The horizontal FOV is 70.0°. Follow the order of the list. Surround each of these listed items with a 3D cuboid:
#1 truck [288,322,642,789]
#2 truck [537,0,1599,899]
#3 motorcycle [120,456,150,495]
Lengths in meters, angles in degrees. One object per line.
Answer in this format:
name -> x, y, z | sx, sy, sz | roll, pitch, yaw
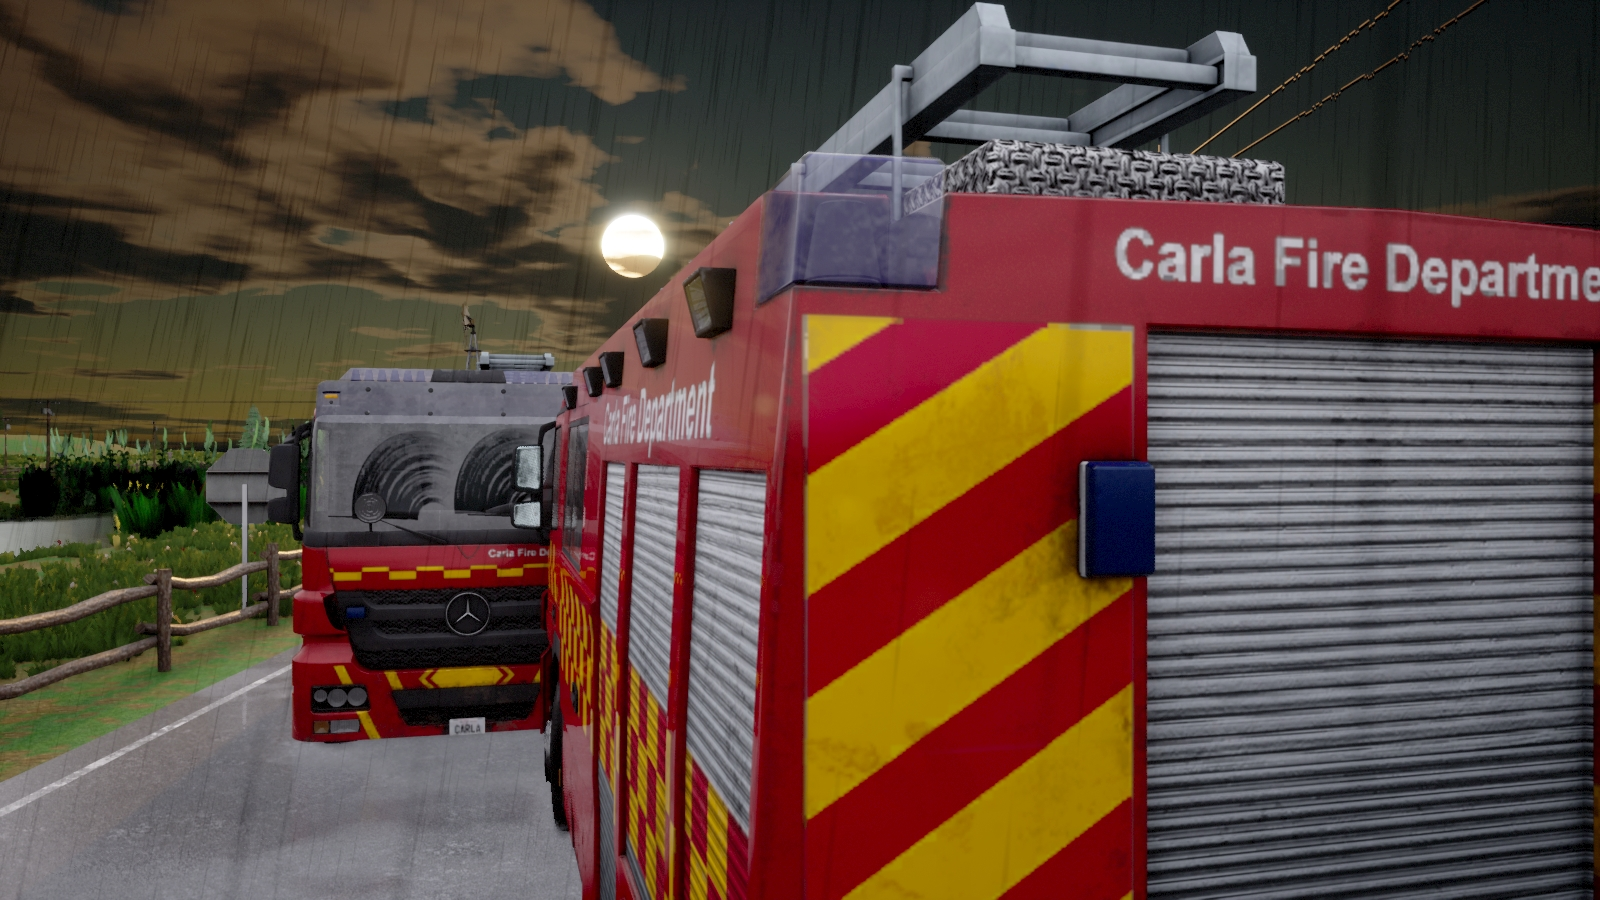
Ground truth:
truck -> -3.921, 0.862, 13.837 | 2.891, 3.827, 8.468 | 0, 0, -15
truck -> 0.084, 0.867, 6.874 | 2.891, 3.827, 8.468 | 0, 0, -15
motorcycle -> -41.394, 1.577, 71.115 | 0.803, 2.348, 2.033 | 0, 0, -4
